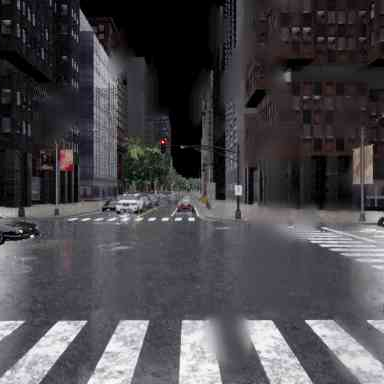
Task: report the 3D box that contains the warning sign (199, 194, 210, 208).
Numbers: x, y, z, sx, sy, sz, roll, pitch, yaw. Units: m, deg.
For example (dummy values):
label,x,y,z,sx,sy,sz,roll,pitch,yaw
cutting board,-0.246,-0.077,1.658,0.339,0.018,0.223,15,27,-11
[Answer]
label,x,y,z,sx,sy,sz,roll,pitch,yaw
warning sign,1.567,1.131,42.650,1.300,1.860,1.060,0,0,-1

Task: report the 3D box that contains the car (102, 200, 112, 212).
label,x,y,z,sx,sy,sz,roll,pitch,yaw
car,-9.235,1.574,38.884,1.947,1.339,4.313,0,0,-1

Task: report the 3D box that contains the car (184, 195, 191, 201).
label,x,y,z,sx,sy,sz,roll,pitch,yaw
car,-1.157,1.574,87.782,1.967,1.590,4.097,0,0,-1

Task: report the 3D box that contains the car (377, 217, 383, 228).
label,x,y,z,sx,sy,sz,roll,pitch,yaw
car,14.096,1.787,20.943,4.181,1.385,1.994,1,0,0

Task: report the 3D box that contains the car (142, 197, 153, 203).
label,x,y,z,sx,sy,sz,roll,pitch,yaw
car,-9.533,1.668,71.439,1.802,1.307,4.206,0,0,-1

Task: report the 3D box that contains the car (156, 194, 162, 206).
label,x,y,z,sx,sy,sz,roll,pitch,yaw
car,-6.709,1.398,55.748,2.097,1.767,4.553,0,0,0

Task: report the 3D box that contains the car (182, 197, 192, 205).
label,x,y,z,sx,sy,sz,roll,pitch,yaw
car,-0.909,1.603,60.658,1.887,1.381,4.507,0,0,-1

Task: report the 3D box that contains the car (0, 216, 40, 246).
label,x,y,z,sx,sy,sz,roll,pitch,yaw
car,-9.409,1.443,14.053,5.357,1.411,2.033,1,0,-1

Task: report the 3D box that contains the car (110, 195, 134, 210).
label,x,y,z,sx,sy,sz,roll,pitch,yaw
car,-9.285,1.335,44.310,2.192,1.841,5.009,0,0,-1

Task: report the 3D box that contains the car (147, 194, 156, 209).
label,x,y,z,sx,sy,sz,roll,pitch,yaw
car,-6.627,1.375,45.547,2.097,1.767,4.553,0,0,0

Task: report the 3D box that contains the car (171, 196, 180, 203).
label,x,y,z,sx,sy,sz,roll,pitch,yaw
car,-3.803,1.694,75.790,1.895,1.301,4.718,0,0,-1

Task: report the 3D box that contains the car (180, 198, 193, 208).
label,x,y,z,sx,sy,sz,roll,pitch,yaw
car,-0.809,1.614,49.808,1.802,1.307,4.206,0,0,-1

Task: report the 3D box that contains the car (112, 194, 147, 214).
label,x,y,z,sx,sy,sz,roll,pitch,yaw
car,-6.540,1.223,35.522,2.150,2.045,5.566,0,0,-1

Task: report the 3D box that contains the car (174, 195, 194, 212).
label,x,y,z,sx,sy,sz,roll,pitch,yaw
car,-0.711,1.448,38.959,1.967,1.590,4.097,0,0,-1

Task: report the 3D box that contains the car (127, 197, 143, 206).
label,x,y,z,sx,sy,sz,roll,pitch,yaw
car,-9.382,1.570,54.991,1.752,1.417,4.829,0,0,-1

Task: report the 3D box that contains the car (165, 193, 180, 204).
label,x,y,z,sx,sy,sz,roll,pitch,yaw
car,-3.614,1.562,65.602,2.128,1.511,4.902,0,0,0

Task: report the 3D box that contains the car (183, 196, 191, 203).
label,x,y,z,sx,sy,sz,roll,pitch,yaw
car,-1.009,1.612,71.677,1.752,1.417,4.829,0,0,-1

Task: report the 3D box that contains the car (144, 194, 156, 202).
label,x,y,z,sx,sy,sz,roll,pitch,yaw
car,-9.583,1.417,76.865,2.192,1.841,5.009,0,0,-1
